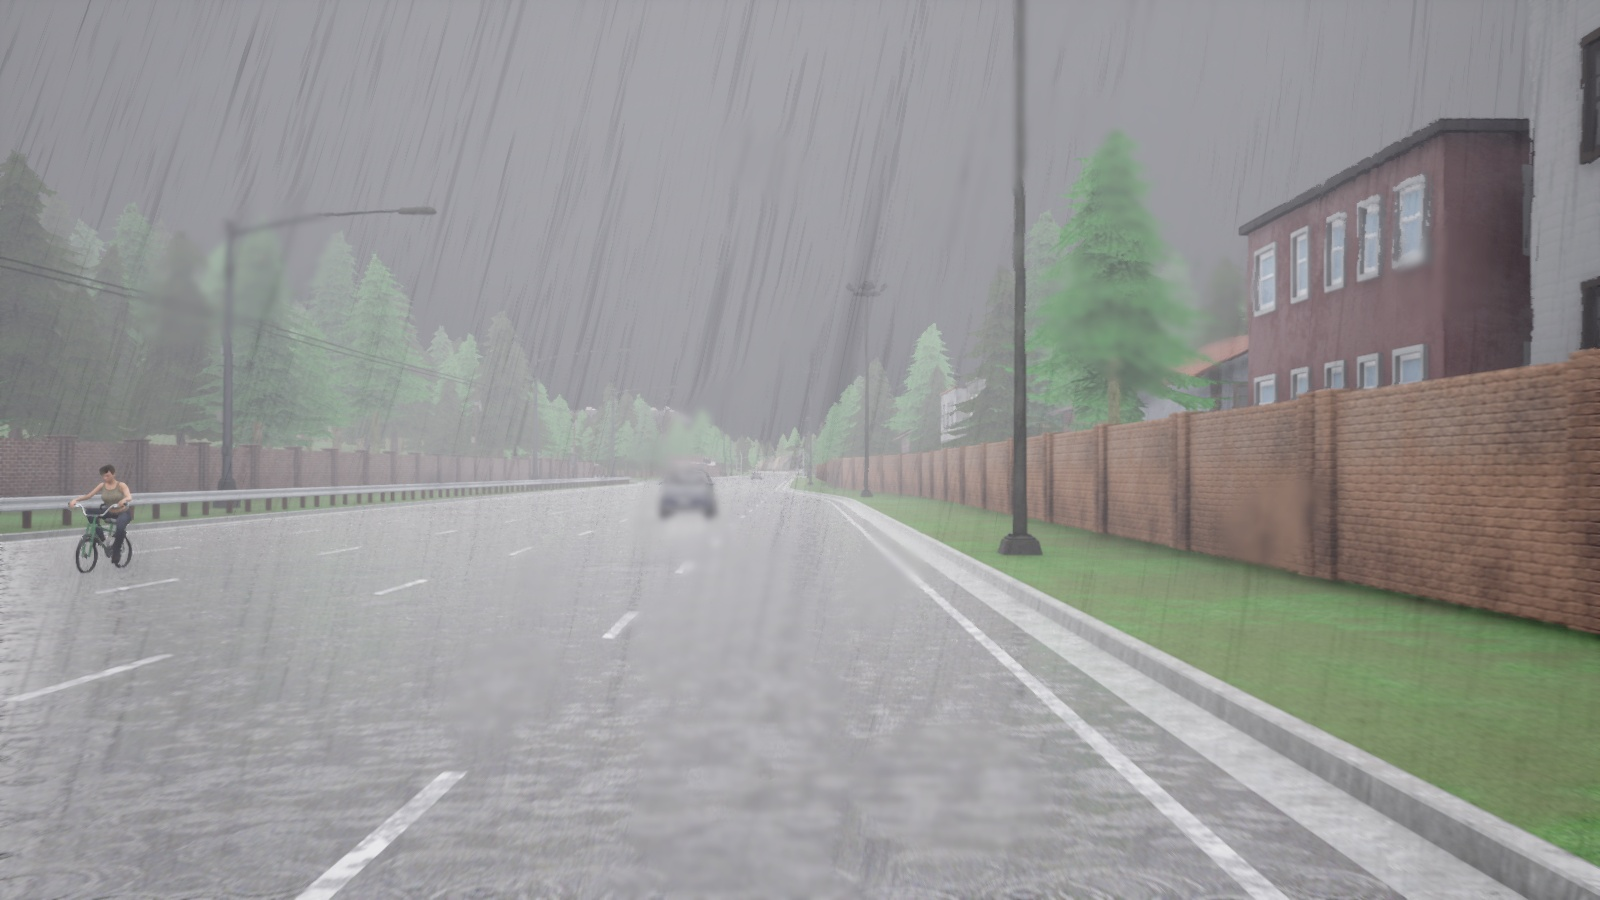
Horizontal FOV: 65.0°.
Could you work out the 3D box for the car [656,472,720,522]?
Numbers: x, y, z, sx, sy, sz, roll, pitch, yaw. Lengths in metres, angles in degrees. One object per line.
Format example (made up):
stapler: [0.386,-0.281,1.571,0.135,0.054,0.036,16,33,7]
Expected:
car: [-3.600,1.492,40.893,1.789,1.549,3.705,0,-1,0]

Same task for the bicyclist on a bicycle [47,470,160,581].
bicyclist on a bicycle: [-10.542,1.112,19.062,0.866,1.612,1.509,0,-1,0]
